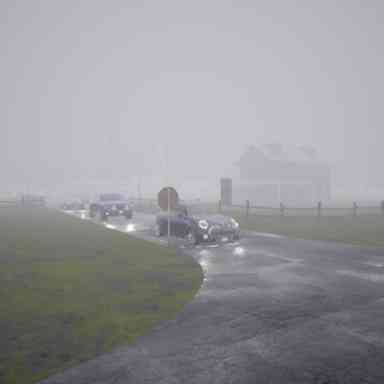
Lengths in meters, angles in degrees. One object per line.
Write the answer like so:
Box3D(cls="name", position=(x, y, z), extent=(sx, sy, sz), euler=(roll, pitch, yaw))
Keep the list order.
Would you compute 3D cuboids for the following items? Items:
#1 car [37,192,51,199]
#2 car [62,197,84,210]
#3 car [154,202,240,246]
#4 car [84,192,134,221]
Box3D(cls="car", position=(-35.145, 0.888, 79.680), extent=(2.128, 1.511, 4.902), euler=(0, 0, -31))
Box3D(cls="car", position=(-13.527, 1.254, 37.718), extent=(1.812, 1.442, 4.674), euler=(0, 0, -31))
Box3D(cls="car", position=(0.099, 1.263, 15.011), extent=(2.097, 1.767, 4.553), euler=(0, 0, -33))
Box3D(cls="car", position=(-6.357, 1.050, 25.611), extent=(2.150, 2.045, 5.566), euler=(0, 0, -31))
